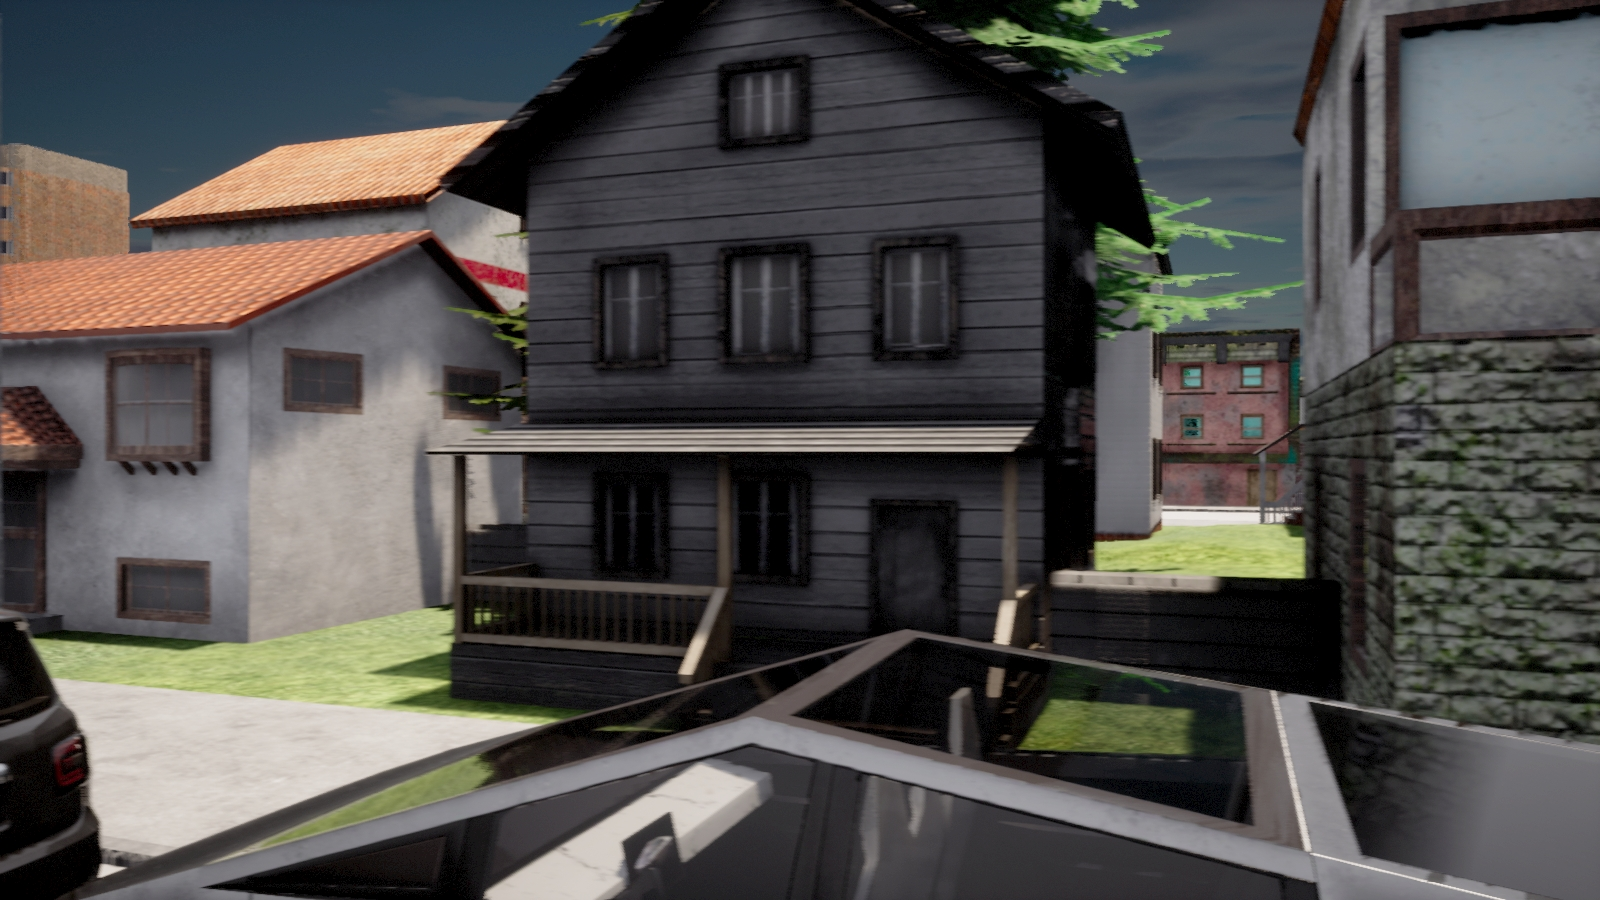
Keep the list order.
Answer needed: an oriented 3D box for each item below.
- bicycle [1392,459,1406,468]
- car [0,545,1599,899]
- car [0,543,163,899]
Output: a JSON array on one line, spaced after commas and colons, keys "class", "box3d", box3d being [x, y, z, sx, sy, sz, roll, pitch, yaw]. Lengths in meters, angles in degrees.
[{"class": "bicycle", "box3d": [84.894, 1.936, 161.953, 1.643, 1.296, 0.373, 0, 0, 20]}, {"class": "car", "box3d": [0.577, 1.534, 3.601, 6.274, 2.098, 2.390, 0, 0, 20]}, {"class": "car", "box3d": [-6.400, 1.559, 6.099, 5.566, 2.045, 2.150, 0, 0, 21]}]
